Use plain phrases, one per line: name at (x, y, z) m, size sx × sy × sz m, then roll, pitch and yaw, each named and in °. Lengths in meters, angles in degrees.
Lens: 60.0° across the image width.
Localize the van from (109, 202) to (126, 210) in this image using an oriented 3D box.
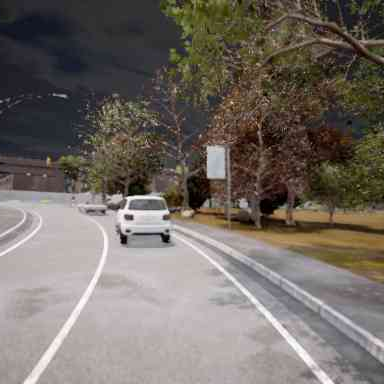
van at (-20.083, 3.746, 89.366) m, size 4.442 × 1.987 × 1.878 m, roll -5°, pitch -7°, yaw 28°

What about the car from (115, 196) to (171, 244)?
car at (-2.463, 1.213, 16.122) m, size 2.150 × 2.045 × 5.566 m, roll 1°, pitch -1°, yaw -15°

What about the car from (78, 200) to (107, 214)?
car at (-10.021, 1.486, 33.223) m, size 1.895 × 1.301 × 4.718 m, roll 3°, pitch -1°, yaw -31°
